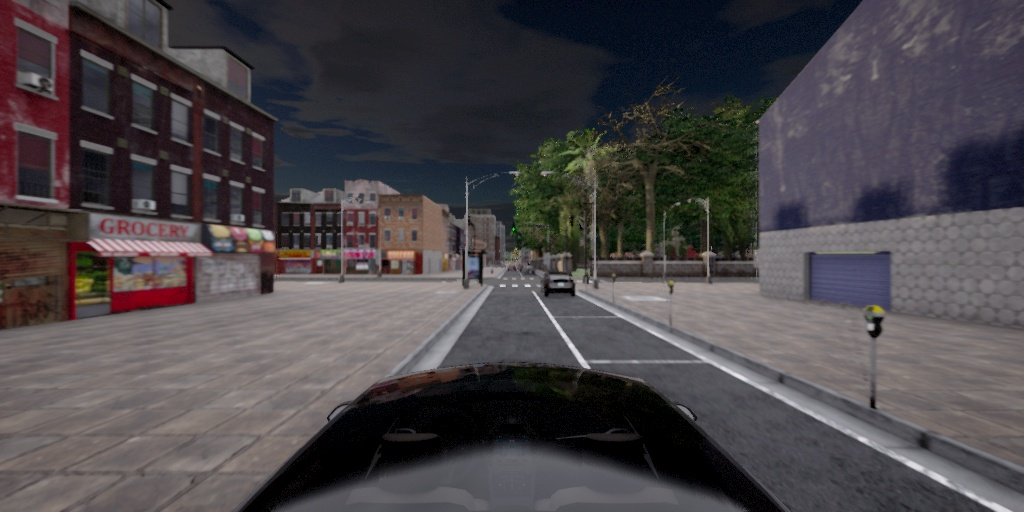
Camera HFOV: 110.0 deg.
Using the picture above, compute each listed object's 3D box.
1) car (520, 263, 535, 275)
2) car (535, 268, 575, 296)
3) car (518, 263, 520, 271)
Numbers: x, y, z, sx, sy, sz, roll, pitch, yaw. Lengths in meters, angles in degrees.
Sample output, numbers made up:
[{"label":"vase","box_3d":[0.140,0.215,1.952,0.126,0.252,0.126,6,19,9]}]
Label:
[{"label":"car","box_3d":[2.642,2.115,53.790,2.007,1.370,4.403,0,0,0]},{"label":"car","box_3d":[2.639,1.594,21.282,1.948,1.339,4.313,0,0,0]},{"label":"car","box_3d":[2.643,2.316,64.688,2.007,1.370,4.403,0,0,0]}]
